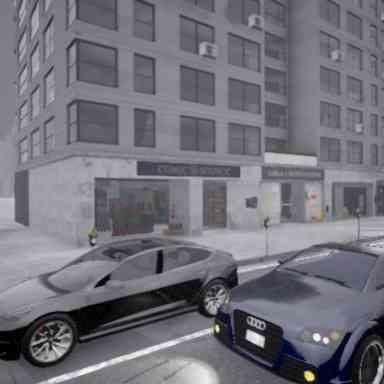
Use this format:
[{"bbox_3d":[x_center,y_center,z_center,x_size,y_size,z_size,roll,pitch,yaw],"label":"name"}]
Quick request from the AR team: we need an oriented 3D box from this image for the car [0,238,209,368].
[{"bbox_3d":[-1.093,1.543,5.761,4.313,1.339,1.947,-1,0,-36],"label":"car"}]

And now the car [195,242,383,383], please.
[{"bbox_3d":[2.362,1.520,5.078,4.181,1.385,1.994,-1,0,-36],"label":"car"}]
